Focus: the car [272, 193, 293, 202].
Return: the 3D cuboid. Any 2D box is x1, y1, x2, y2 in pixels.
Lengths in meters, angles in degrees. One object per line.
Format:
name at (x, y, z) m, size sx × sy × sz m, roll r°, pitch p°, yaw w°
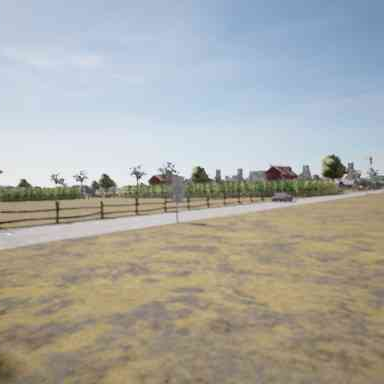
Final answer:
car at (13.630, 0.807, 50.199) m, size 1.994 × 1.385 × 4.181 m, roll 0°, pitch 1°, yaw 36°
